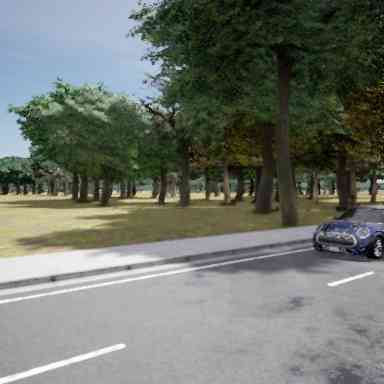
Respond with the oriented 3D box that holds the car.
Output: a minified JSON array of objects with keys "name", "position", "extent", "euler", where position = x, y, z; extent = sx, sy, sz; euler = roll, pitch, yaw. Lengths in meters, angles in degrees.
[{"name":"car","position":[6.535,1.291,12.338],"extent":[4.553,1.767,2.097],"euler":[0,0,-35]}]
